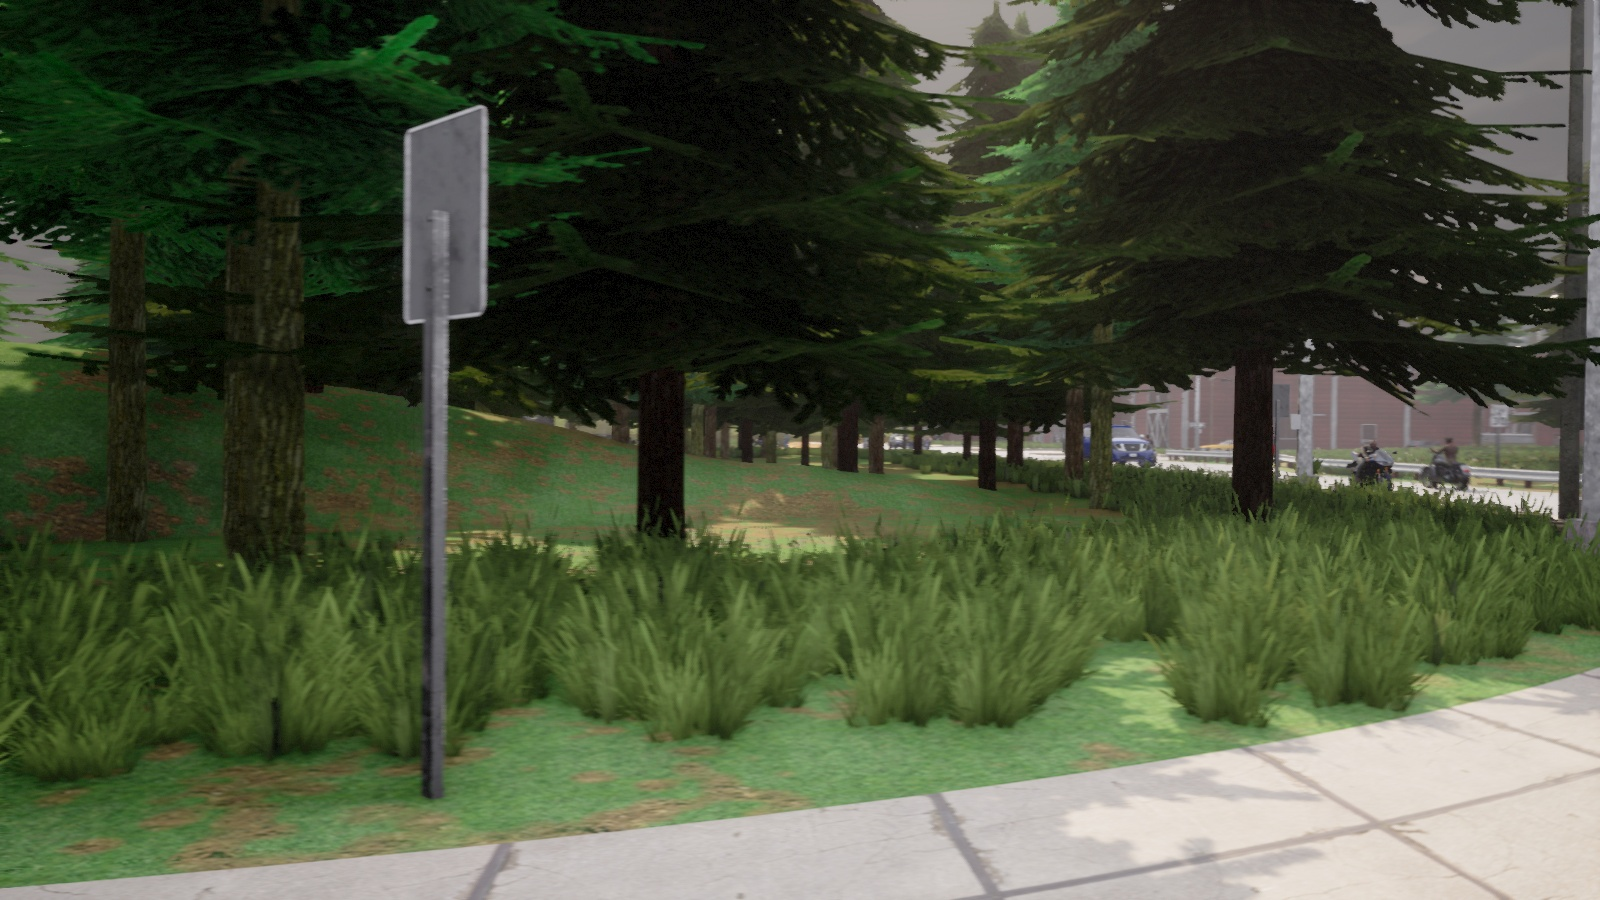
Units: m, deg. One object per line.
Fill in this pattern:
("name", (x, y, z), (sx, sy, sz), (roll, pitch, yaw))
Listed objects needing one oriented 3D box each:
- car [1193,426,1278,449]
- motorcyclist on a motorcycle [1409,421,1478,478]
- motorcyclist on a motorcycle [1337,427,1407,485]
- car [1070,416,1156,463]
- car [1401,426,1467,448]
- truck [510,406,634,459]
("car", (30.686, -0.866, 88.622), (5.366, 1.575, 1.801), (-1, 1, -4))
("motorcyclist on a motorcycle", (19.265, -0.015, 37.647), (0.766, 1.649, 2.350), (-1, 1, -3))
("motorcyclist on a motorcycle", (15.896, 0.147, 34.954), (0.866, 1.530, 2.191), (-1, 1, -3))
("car", (14.364, -0.486, 58.068), (2.150, 2.045, 5.566), (-1, 1, -5))
("car", (43.387, -0.900, 85.989), (3.633, 1.501, 1.845), (-1, 1, -4))
("truck", (-15.436, -1.214, 85.439), (7.936, 3.462, 2.891), (-1, 1, -4))
